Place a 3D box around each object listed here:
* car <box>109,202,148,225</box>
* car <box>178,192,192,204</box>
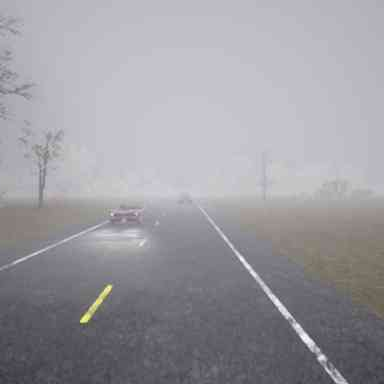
[{"bbox_3d":[-4.062,1.359,21.848,1.895,1.301,4.718,-1,1,-1],"label":"car"},{"bbox_3d":[-0.925,0.996,46.339,1.895,1.301,4.718,-1,1,-1],"label":"car"}]
